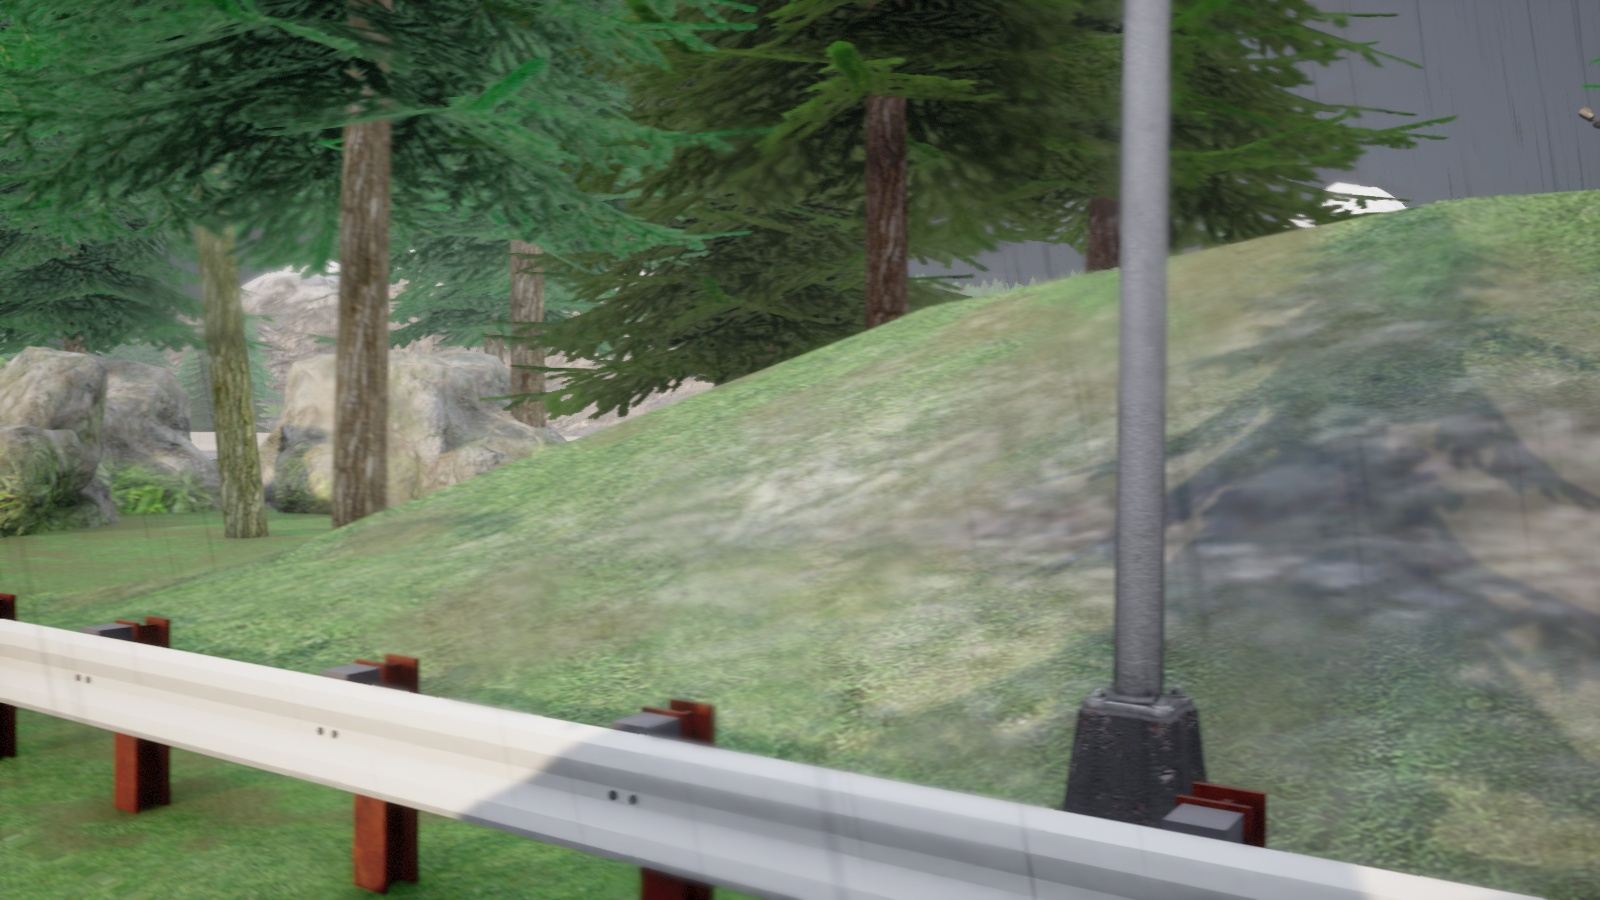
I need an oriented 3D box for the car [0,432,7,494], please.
[{"bbox_3d":[-21.030,0.342,29.476,1.845,1.501,3.633,0,1,33],"label":"car"}]
